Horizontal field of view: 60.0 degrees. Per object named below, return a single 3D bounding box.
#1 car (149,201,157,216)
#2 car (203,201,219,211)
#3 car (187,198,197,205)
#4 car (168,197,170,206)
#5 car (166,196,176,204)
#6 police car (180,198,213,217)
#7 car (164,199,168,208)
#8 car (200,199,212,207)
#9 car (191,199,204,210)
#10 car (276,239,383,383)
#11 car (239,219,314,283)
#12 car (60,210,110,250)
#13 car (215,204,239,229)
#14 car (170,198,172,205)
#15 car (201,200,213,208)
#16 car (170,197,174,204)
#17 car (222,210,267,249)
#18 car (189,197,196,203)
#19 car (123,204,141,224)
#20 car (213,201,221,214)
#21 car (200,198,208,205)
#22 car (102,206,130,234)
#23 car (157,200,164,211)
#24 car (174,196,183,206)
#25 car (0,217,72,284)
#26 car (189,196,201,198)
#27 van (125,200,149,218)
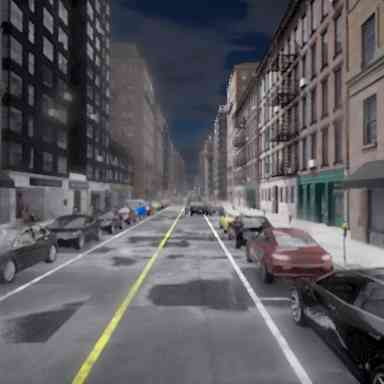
[{"bbox_3d":[-5.377,1.774,36.752,1.967,1.590,4.097,0,-1,0],"label":"car"},{"bbox_3d":[2.651,1.980,47.564,2.008,1.369,4.403,0,-1,0],"label":"car"},{"bbox_3d":[0.021,2.070,71.473,2.033,1.411,5.357,0,0,0],"label":"car"},{"bbox_3d":[-5.370,2.050,58.231,1.752,1.417,4.829,0,-1,0],"label":"car"},{"bbox_3d":[-5.362,2.068,85.466,2.192,1.841,5.009,0,0,0],"label":"car"},{"bbox_3d":[0.392,1.755,36.255,1.930,1.638,5.238,0,-1,-11],"label":"police car"},{"bbox_3d":[-5.372,2.044,52.988,1.947,1.339,4.313,0,-1,0],"label":"car"},{"bbox_3d":[2.657,2.139,63.801,1.947,1.339,4.313,0,0,0],"label":"car"},{"bbox_3d":[0.841,1.950,52.268,1.882,1.535,5.008,0,-1,0],"label":"car"},{"bbox_3d":[2.638,1.606,4.264,1.947,1.339,4.313,0,-1,0],"label":"car"},{"bbox_3d":[2.640,1.672,9.677,1.802,1.307,4.206,0,-1,0],"label":"car"},{"bbox_3d":[-5.384,1.706,15.101,1.947,1.339,4.313,0,-1,0],"label":"car"},{"bbox_3d":[2.643,1.715,20.672,1.752,1.417,4.829,0,-1,0],"label":"car"},{"bbox_3d":[-5.369,2.155,63.813,1.802,1.307,4.206,0,0,0],"label":"car"},{"bbox_3d":[2.655,2.091,58.389,1.947,1.339,4.313,0,0,0],"label":"car"},{"bbox_3d":[-5.367,2.170,69.226,2.008,1.369,4.403,0,0,0],"label":"car"},{"bbox_3d":[2.641,1.706,15.089,1.947,1.339,4.313,0,-1,0],"label":"car"},{"bbox_3d":[0.026,2.128,86.813,1.812,1.442,4.674,0,0,0],"label":"car"},{"bbox_3d":[-5.380,1.820,25.926,1.802,1.307,4.206,0,-1,0],"label":"car"},{"bbox_3d":[2.648,1.885,36.739,2.008,1.369,4.403,0,-1,0],"label":"car"},{"bbox_3d":[2.660,2.191,74.797,1.752,1.417,4.829,0,0,0],"label":"car"},{"bbox_3d":[-5.382,1.755,20.513,1.947,1.339,4.313,0,-1,0],"label":"car"},{"bbox_3d":[-5.374,1.954,47.406,1.752,1.417,4.829,0,-1,0],"label":"car"},{"bbox_3d":[-2.728,2.178,71.787,2.033,1.411,5.357,0,0,0],"label":"car"},{"bbox_3d":[-5.385,1.641,9.689,2.008,1.369,4.403,0,-1,0],"label":"car"},{"bbox_3d":[0.495,1.642,46.340,2.150,2.045,5.566,0,0,2],"label":"car"},{"bbox_3d":[-5.379,1.627,31.341,1.690,1.788,3.998,0,-1,0],"label":"van"}]
